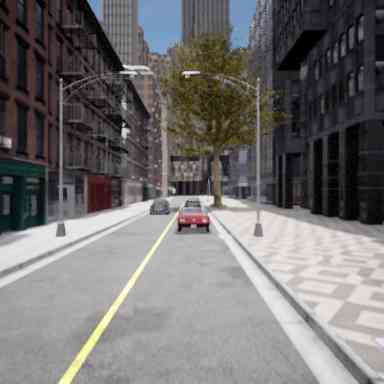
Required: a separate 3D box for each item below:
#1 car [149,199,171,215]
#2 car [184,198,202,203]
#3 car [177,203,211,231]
[{"bbox_3d":[-3.096,1.466,32.874,1.837,1.490,4.892,0,0,0],"label":"car"},{"bbox_3d":[0.096,1.436,38.862,2.128,1.511,4.902,0,0,0],"label":"car"},{"bbox_3d":[0.095,1.581,20.319,1.895,1.301,4.718,0,0,0],"label":"car"}]
